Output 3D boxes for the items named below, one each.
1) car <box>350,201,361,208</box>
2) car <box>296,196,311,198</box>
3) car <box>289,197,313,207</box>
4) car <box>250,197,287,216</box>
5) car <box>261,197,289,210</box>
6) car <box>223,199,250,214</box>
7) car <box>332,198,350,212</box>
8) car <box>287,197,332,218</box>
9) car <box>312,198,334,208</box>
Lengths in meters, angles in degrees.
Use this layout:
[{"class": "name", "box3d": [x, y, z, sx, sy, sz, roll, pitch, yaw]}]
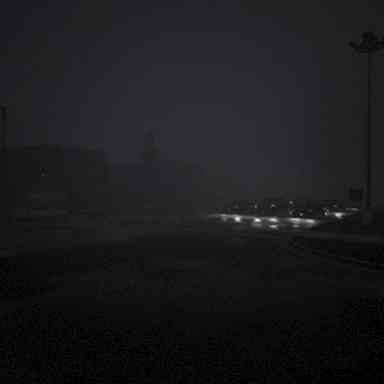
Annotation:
[{"class": "car", "box3d": [22.434, 1.490, 46.769, 2.033, 1.411, 5.357, 0, 0, 35]}, {"class": "car", "box3d": [13.164, 1.272, 39.619, 2.097, 1.767, 4.553, 0, 0, 35]}, {"class": "car", "box3d": [16.657, 1.444, 50.684, 2.033, 1.411, 5.357, 0, 0, 35]}, {"class": "car", "box3d": [7.694, 1.273, 31.787, 2.097, 1.767, 4.553, 0, 0, 35]}, {"class": "car", "box3d": [10.575, 1.402, 42.025, 1.837, 1.490, 4.892, 0, 0, 35]}, {"class": "car", "box3d": [4.843, 1.424, 33.786, 1.812, 1.442, 4.674, 0, 0, 34]}, {"class": "car", "box3d": [16.354, 1.448, 38.077, 1.837, 1.490, 4.892, 0, 0, 35]}, {"class": "car", "box3d": [10.626, 1.491, 29.877, 2.033, 1.411, 5.357, 0, 0, 35]}, {"class": "car", "box3d": [18.870, 1.521, 47.766, 1.895, 1.301, 4.718, 0, 0, 35]}]
